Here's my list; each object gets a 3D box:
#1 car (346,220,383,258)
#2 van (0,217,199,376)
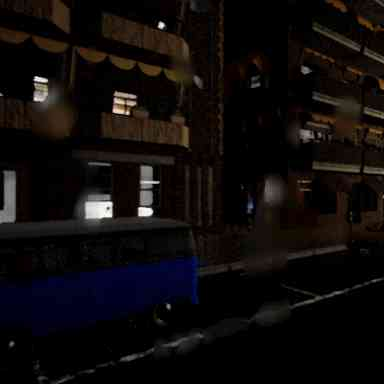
[{"bbox_3d":[7.346,1.525,11.793,4.829,1.417,1.752,0,0,-35],"label":"car"},{"bbox_3d":[-1.781,1.341,5.282,3.998,1.788,1.690,0,0,-35],"label":"van"}]
